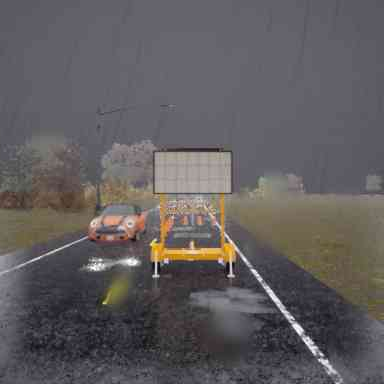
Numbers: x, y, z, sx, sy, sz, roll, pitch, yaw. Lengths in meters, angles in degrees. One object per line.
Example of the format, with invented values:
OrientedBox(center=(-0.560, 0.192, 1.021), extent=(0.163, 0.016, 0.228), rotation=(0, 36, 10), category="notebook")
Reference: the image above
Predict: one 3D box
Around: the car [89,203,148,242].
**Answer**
OrientedBox(center=(-3.471, 1.362, 16.358), extent=(2.097, 1.767, 4.553), rotation=(0, 0, 0), category="car")

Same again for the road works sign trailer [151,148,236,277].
OrientedBox(center=(0.025, 0.470, 10.226), extent=(2.380, 3.560, 2.880), rotation=(0, 0, -1), category="road works sign trailer")

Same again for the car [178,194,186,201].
OrientedBox(center=(-2.698, 1.445, 90.308), extent=(2.097, 1.767, 4.553), rotation=(0, 0, 1), category="car")
